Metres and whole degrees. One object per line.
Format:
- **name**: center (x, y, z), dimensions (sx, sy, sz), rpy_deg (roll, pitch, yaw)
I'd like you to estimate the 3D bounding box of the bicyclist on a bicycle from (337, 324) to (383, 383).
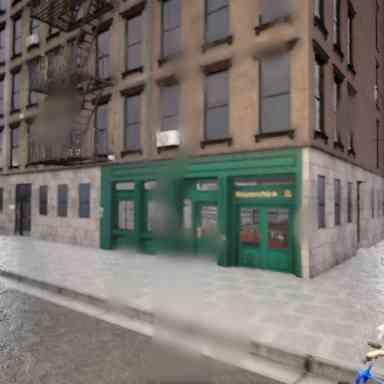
- **bicyclist on a bicycle**: center (1.807, 1.541, 2.816), dimensions (1.509, 1.612, 0.866), rpy_deg (-1, -2, 38)
